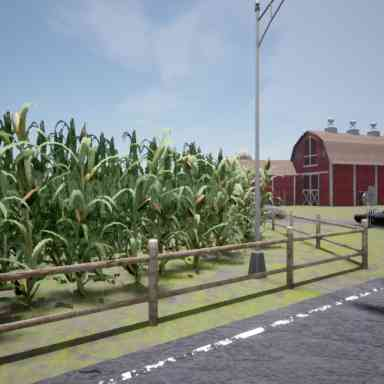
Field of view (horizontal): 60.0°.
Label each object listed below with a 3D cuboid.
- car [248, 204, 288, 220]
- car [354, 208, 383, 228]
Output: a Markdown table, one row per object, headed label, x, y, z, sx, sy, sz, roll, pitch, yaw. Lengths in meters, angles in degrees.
| label | x | y | z | sx | sy | sz | roll | pitch | yaw |
| --- | --- | --- | --- | --- | --- | --- | --- | --- | --- |
| car | 7.315 | 1.901 | 32.238 | 1.994 | 1.385 | 4.181 | 1 | -1 | -28 |
| car | 13.099 | 1.734 | 21.521 | 1.895 | 1.301 | 4.718 | 0 | -1 | -25 |
